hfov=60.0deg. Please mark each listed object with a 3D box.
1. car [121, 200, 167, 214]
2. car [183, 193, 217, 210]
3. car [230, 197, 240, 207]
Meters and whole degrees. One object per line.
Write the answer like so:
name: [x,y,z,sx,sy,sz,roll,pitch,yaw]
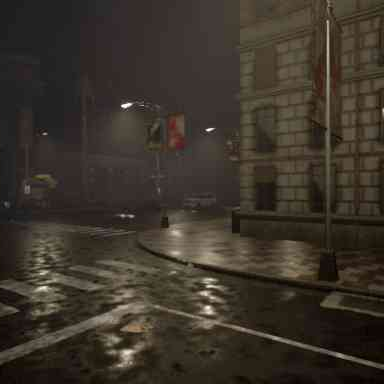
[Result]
car: [-5.014,1.547,35.613,2.033,1.411,5.357,0,0,36]
car: [1.100,1.222,43.866,2.150,2.045,5.566,0,0,37]
car: [7.924,1.478,51.635,5.008,1.535,1.882,0,0,-43]
